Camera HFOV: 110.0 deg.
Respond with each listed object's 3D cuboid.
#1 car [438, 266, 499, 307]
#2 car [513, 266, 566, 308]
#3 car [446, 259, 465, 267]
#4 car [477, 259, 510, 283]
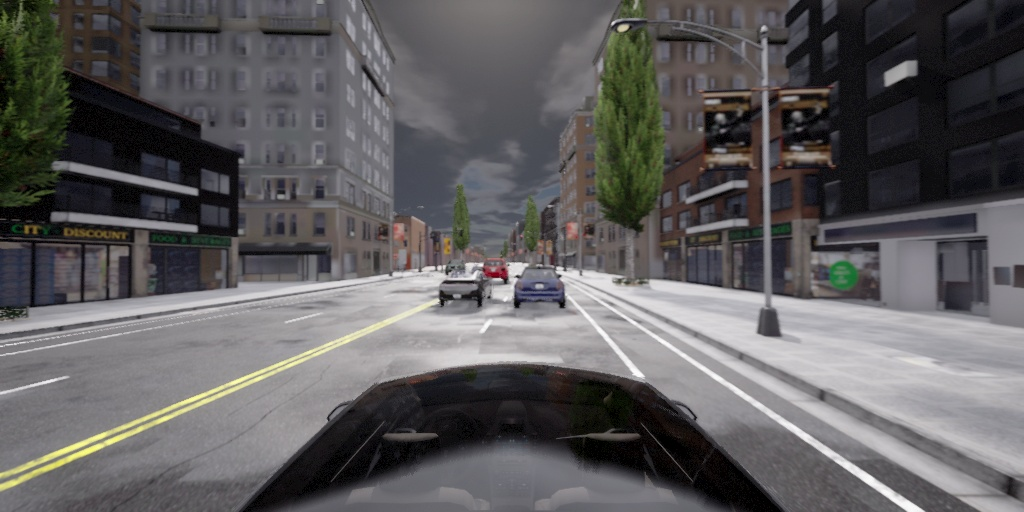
[{"bbox_3d":[-2.028,1.393,16.558,2.128,1.511,4.902,0,0,3],"label":"car"},{"bbox_3d":[1.202,1.232,16.149,2.097,1.767,4.553,0,-1,3],"label":"car"},{"bbox_3d":[-7.647,1.468,48.945,2.150,2.045,5.566,0,-1,0],"label":"car"},{"bbox_3d":[-1.411,1.265,31.310,2.150,2.045,5.566,0,0,2],"label":"car"}]
